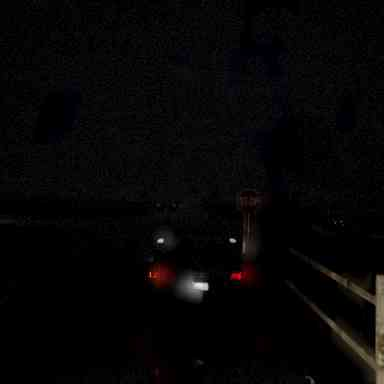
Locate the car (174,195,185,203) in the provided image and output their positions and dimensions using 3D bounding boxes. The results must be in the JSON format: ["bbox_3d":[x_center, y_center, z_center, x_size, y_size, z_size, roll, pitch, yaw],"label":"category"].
[{"bbox_3d":[-2.602,1.509,70.005,2.128,1.511,4.902,0,0,0],"label":"car"}]

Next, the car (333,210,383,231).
[{"bbox_3d":[12.641,2.048,23.786,4.892,1.490,1.837,2,0,-2],"label":"car"}]

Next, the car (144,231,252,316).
[{"bbox_3d":[0.111,1.563,7.613,1.994,1.385,4.181,0,0,0],"label":"car"}]

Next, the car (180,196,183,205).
[{"bbox_3d":[-2.735,1.506,46.355,2.128,1.511,4.902,0,0,0],"label":"car"}]

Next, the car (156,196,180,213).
[{"bbox_3d":[-2.712,1.361,36.616,2.097,1.767,4.553,0,0,-1],"label":"car"}]
